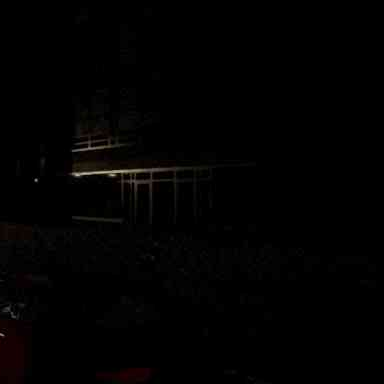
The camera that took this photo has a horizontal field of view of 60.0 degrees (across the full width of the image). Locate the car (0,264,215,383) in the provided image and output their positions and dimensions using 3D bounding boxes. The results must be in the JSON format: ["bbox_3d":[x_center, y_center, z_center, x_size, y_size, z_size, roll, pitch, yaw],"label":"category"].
[{"bbox_3d":[-1.698,1.601,4.179,4.206,1.307,1.802,0,0,36],"label":"car"}]
